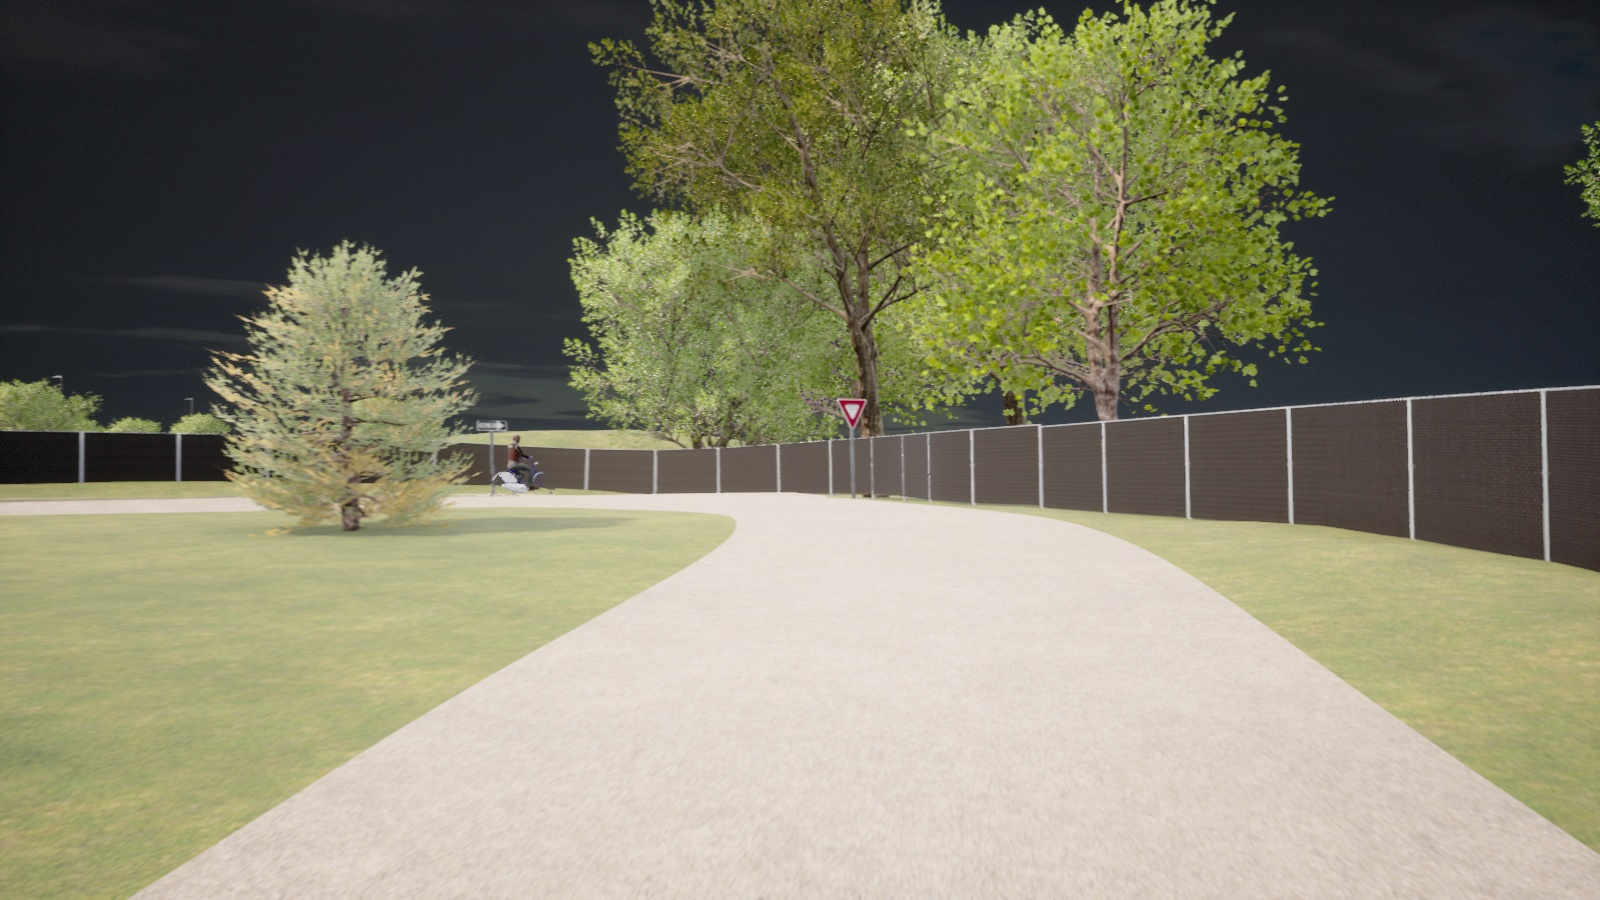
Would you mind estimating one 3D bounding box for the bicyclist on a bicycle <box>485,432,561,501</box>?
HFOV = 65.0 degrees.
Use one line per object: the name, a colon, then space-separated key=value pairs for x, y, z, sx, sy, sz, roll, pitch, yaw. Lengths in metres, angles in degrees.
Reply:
bicyclist on a bicycle: x=-7.453 y=0.451 z=33.842 sx=1.843 sy=1.776 sz=0.659 roll=1 pitch=-5 yaw=-41
